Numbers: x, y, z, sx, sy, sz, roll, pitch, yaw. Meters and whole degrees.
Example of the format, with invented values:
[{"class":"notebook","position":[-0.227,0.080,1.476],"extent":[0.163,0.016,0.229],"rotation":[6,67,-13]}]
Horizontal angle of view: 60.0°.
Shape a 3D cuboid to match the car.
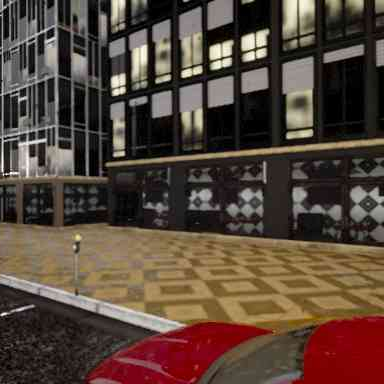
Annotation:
[{"class":"car","position":[1.168,1.546,2.040],"extent":[4.507,1.381,1.887],"rotation":[-1,0,35]}]
